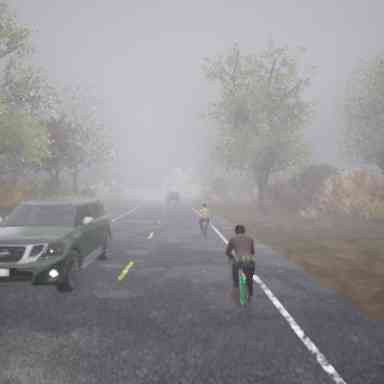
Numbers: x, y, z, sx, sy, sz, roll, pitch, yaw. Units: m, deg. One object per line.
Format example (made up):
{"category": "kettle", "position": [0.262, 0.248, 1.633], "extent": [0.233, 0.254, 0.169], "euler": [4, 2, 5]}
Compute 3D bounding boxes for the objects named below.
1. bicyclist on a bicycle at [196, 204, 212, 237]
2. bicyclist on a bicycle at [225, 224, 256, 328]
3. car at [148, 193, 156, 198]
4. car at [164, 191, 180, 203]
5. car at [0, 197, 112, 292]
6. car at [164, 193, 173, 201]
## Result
{"category": "bicyclist on a bicycle", "position": [0.616, 1.367, 16.353], "extent": [0.866, 1.612, 1.509], "euler": [0, 0, -1]}
{"category": "bicyclist on a bicycle", "position": [0.892, 1.427, 6.003], "extent": [0.582, 1.620, 1.656], "euler": [0, 0, -1]}
{"category": "car", "position": [-11.070, 0.966, 91.483], "extent": [2.128, 1.511, 4.902], "euler": [0, 0, -7]}
{"category": "car", "position": [-3.411, 0.890, 59.393], "extent": [2.150, 2.045, 5.566], "euler": [0, 0, -7]}
{"category": "car", "position": [-3.723, 1.184, 9.155], "extent": [2.150, 2.045, 5.566], "euler": [0, 0, -1]}
{"category": "car", "position": [-5.264, 1.057, 73.691], "extent": [1.882, 1.535, 5.008], "euler": [0, 0, -7]}
